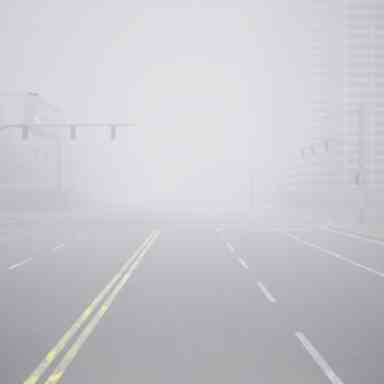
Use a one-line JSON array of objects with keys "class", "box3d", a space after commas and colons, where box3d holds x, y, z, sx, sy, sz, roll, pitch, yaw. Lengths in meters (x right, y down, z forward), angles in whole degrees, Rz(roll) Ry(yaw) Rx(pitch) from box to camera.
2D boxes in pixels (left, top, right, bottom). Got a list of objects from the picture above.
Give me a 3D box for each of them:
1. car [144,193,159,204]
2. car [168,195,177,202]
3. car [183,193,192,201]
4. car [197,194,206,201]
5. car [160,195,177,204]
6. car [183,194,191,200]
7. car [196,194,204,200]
[{"class": "car", "box3d": [-7.929, 1.338, 63.188, 2.097, 1.767, 4.553, 0, 0, 0]}, {"class": "car", "box3d": [-4.632, 1.501, 78.675, 1.812, 1.442, 4.674, 0, 0, -1]}, {"class": "car", "box3d": [-1.161, 1.188, 80.636, 2.150, 2.045, 5.566, 0, 0, -1]}, {"class": "car", "box3d": [2.328, 1.316, 81.460, 2.097, 1.767, 4.553, 0, 0, -1]}, {"class": "car", "box3d": [-4.432, 1.486, 63.193, 1.837, 1.490, 4.892, 0, 0, 0]}, {"class": "car", "box3d": [-1.316, 1.351, 91.306, 1.994, 1.385, 4.181, 0, 0, -1]}, {"class": "car", "box3d": [2.183, 1.334, 91.357, 2.033, 1.411, 5.357, 0, 0, -1]}]
